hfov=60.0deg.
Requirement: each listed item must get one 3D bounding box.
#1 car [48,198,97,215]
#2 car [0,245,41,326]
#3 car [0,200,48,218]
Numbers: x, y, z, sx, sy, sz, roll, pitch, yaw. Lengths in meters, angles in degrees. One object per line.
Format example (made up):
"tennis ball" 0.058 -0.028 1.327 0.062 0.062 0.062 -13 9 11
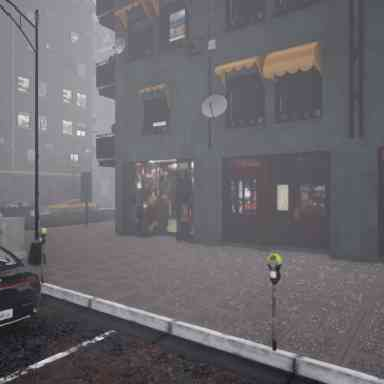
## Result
"car" -11.011 1.249 30.502 1.752 1.417 4.829 1 1 35
"car" -4.506 1.551 6.075 4.403 1.369 2.008 0 0 35
"car" -14.095 1.350 26.073 2.008 1.369 4.403 1 1 35
